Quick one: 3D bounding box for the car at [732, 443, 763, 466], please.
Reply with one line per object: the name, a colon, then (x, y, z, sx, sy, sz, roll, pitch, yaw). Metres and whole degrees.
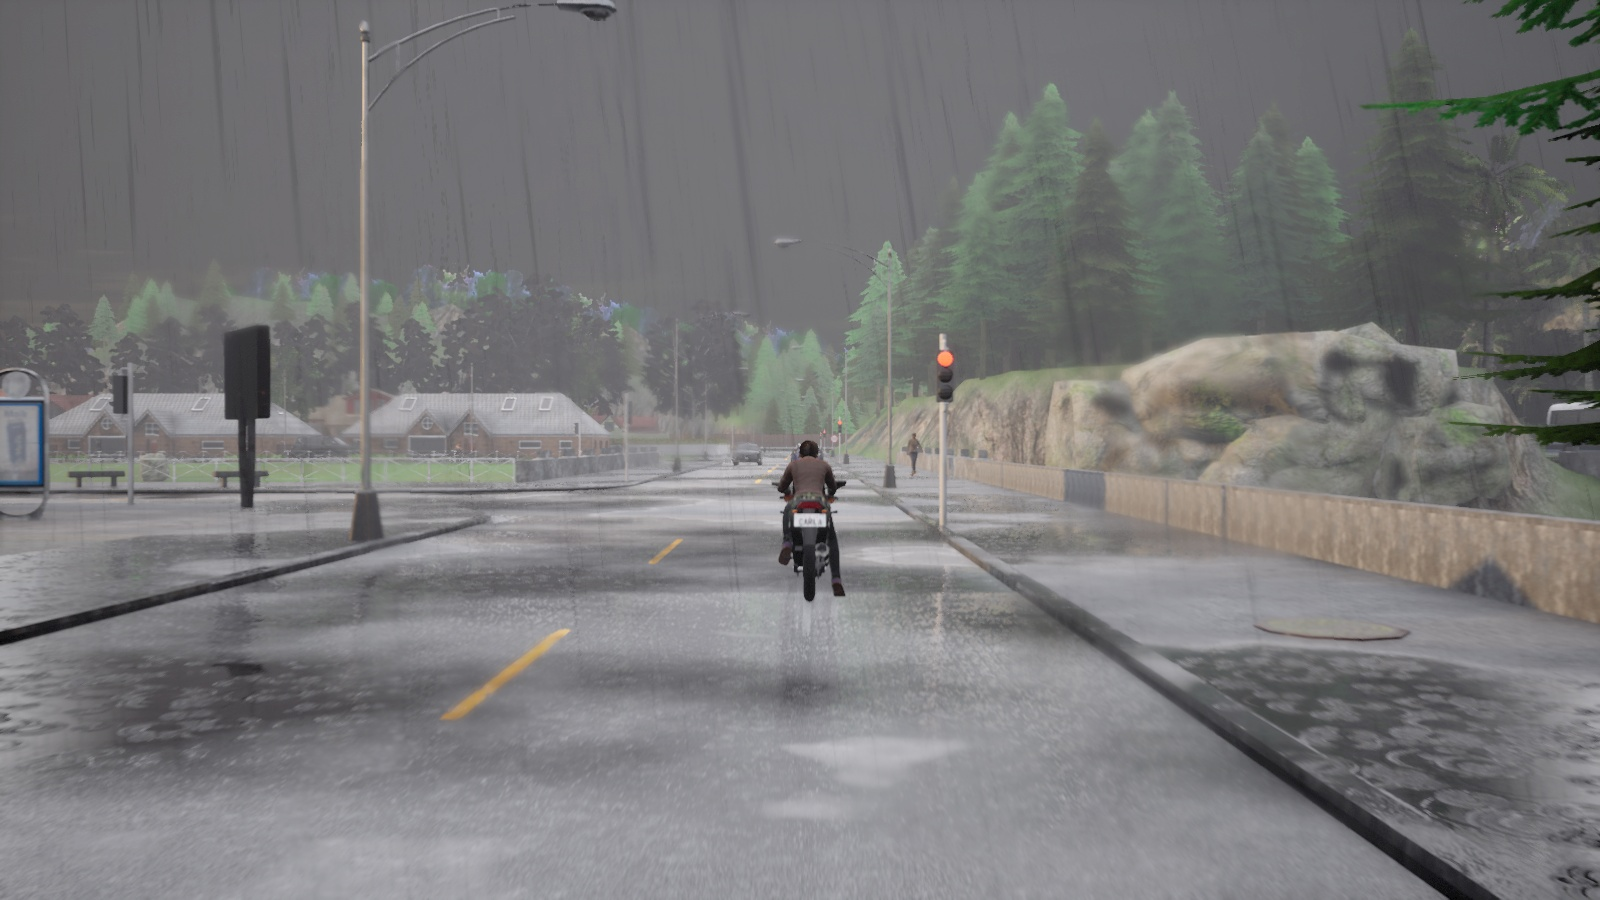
car: (-3.476, 0.277, 83.605, 1.837, 1.490, 4.892, 0, 0, 0)

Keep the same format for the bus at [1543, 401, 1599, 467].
bus: (53.985, -1.053, 82.745, 3.944, 4.253, 10.273, 0, 0, 0)

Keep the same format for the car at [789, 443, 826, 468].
car: (0.463, 0.310, 77.426, 2.163, 1.488, 4.792, 0, 0, 0)

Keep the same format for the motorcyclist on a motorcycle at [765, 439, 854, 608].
motorcyclist on a motorcycle: (0.087, 0.659, 12.345, 0.797, 1.523, 2.044, 0, 0, 0)

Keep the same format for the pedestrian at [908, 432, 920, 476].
pedestrian: (4.753, 0.165, 52.456, 0.328, 1.805, 0.869, 0, 0, -7)
